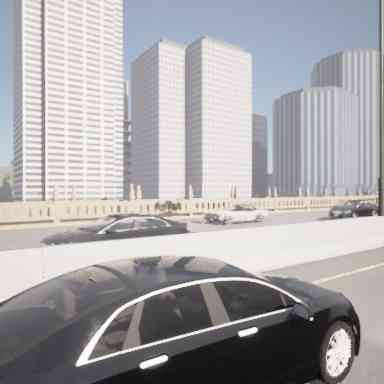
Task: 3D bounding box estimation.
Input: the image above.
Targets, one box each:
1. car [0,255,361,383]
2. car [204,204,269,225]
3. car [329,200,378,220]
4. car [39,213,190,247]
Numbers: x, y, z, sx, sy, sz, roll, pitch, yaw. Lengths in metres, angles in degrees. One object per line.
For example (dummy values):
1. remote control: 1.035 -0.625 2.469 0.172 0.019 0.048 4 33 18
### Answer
1. car: -0.022 1.498 3.740 4.892 1.490 1.837 0 0 -35
2. car: 3.130 1.545 23.415 4.718 1.301 1.895 0 0 -35
3. car: 12.602 1.402 25.864 4.902 1.511 2.128 0 0 -35
4. car: -2.341 1.478 10.918 4.902 1.511 2.128 0 0 -35
